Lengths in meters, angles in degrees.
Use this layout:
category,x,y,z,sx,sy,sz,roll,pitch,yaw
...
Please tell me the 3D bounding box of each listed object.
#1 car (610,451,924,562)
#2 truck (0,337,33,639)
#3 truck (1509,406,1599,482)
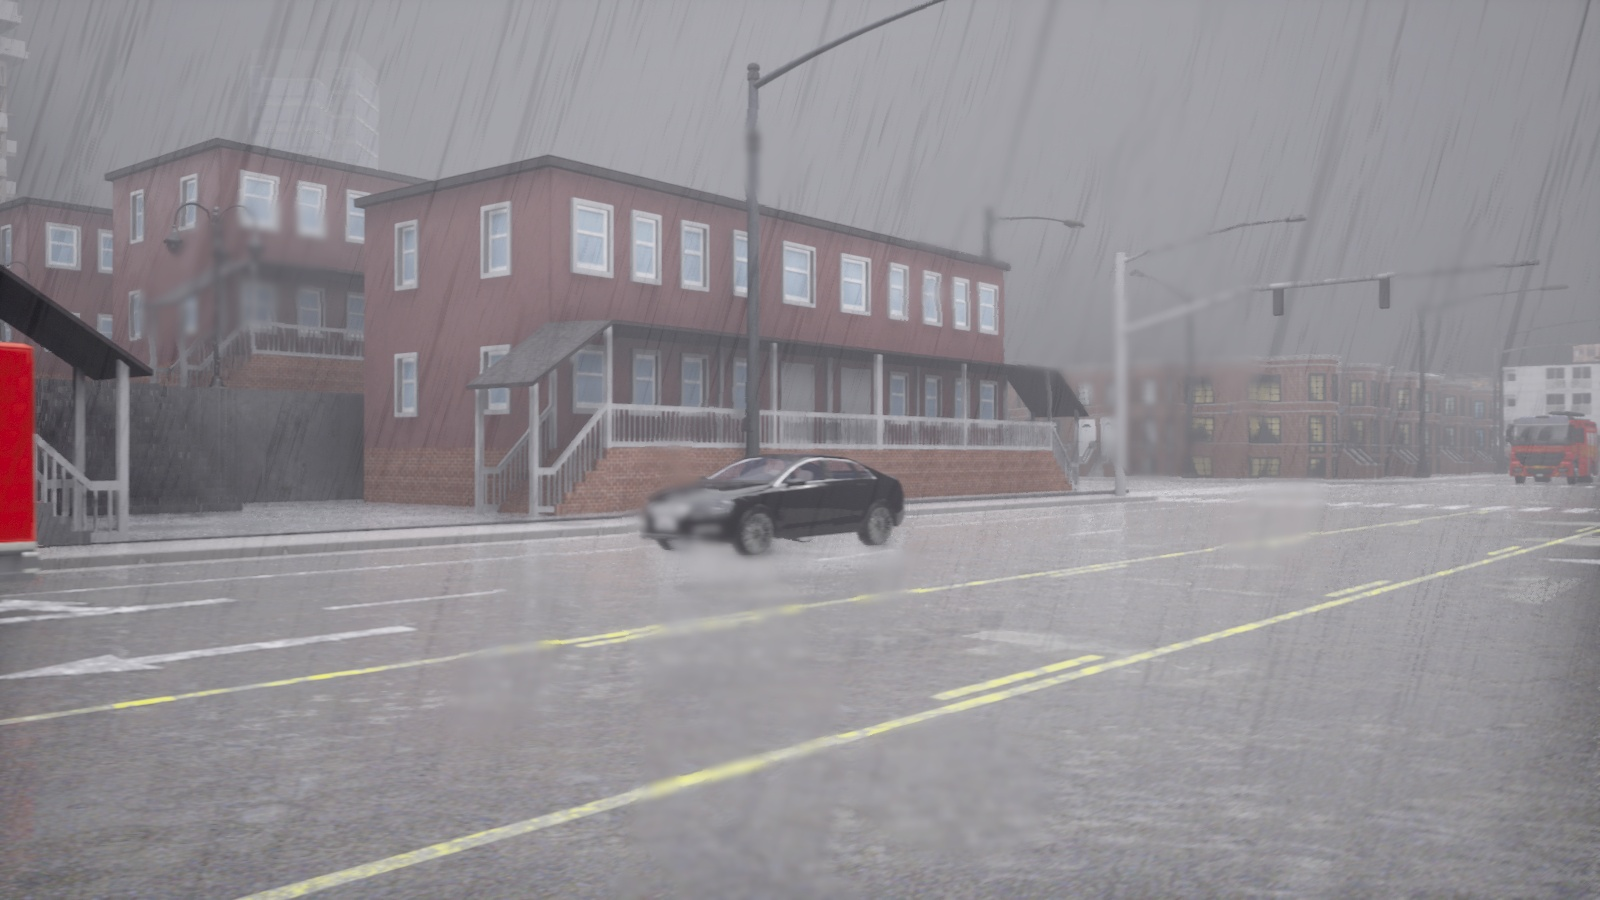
category,x,y,z,sx,sy,sz,roll,pitch,yaw
car,-0.372,0.771,19.518,2.128,1.511,4.902,0,0,41
truck,-9.075,0.316,9.324,2.627,2.467,5.204,0,0,40
truck,40.814,-0.292,67.760,2.891,3.827,8.468,0,0,40
